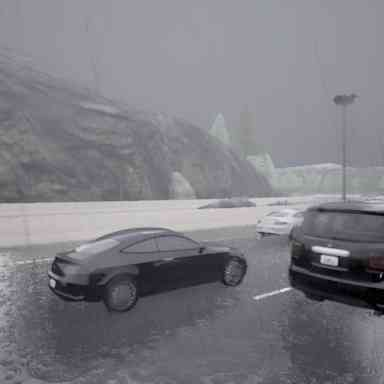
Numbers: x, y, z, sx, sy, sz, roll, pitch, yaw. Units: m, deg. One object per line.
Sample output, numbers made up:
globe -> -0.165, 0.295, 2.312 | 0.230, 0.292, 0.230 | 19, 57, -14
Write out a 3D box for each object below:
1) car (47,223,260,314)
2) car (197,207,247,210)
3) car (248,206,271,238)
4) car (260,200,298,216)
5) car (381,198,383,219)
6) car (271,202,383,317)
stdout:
car -> -0.784, 1.539, 7.645 | 4.674, 1.442, 1.812 | 0, 0, -37
car -> 2.842, 1.598, 33.530 | 5.357, 1.411, 2.033 | 0, 0, -42
car -> 5.192, 1.548, 16.809 | 4.674, 1.442, 1.812 | 0, 0, -40
car -> 9.093, 1.610, 34.628 | 4.181, 1.385, 1.994 | 0, 0, -44
car -> 18.144, 1.378, 28.532 | 4.553, 1.767, 2.097 | 0, 0, -44
car -> 4.412, 1.229, 7.183 | 5.566, 2.045, 2.150 | 0, 0, -38
